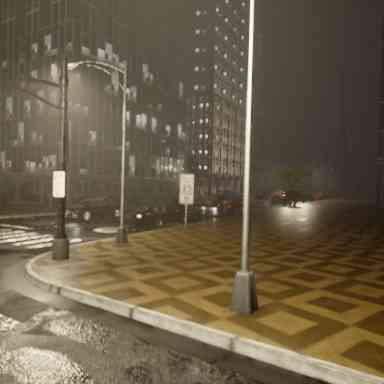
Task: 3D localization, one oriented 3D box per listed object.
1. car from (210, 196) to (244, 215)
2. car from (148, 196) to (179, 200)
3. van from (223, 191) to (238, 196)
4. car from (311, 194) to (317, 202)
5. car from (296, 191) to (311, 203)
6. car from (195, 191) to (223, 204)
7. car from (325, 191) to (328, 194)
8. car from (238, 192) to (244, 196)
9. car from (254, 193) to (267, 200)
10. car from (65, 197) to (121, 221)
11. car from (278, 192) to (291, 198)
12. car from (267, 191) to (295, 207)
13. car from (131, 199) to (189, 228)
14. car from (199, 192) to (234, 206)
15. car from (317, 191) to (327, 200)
[{"bbox_3d":[3.694,1.339,30.531,1.802,1.307,4.206,2,2,30],"label":"car"},{"bbox_3d":[-1.975,1.149,32.313,1.994,1.385,4.181,2,1,30],"label":"car"},{"bbox_3d":[4.877,0.723,49.254,1.690,1.788,3.998,2,2,30],"label":"van"},{"bbox_3d":[20.705,0.966,59.859,1.967,1.590,4.097,2,2,30],"label":"car"},{"bbox_3d":[17.954,1.088,55.120,1.752,1.417,4.829,2,2,30],"label":"car"},{"bbox_3d":[2.038,0.860,44.364,1.967,1.590,4.097,2,2,30],"label":"car"},{"bbox_3d":[29.213,0.725,74.521,2.192,1.841,5.009,2,2,30],"label":"car"},{"bbox_3d":[7.711,0.783,54.148,1.967,1.590,4.097,2,2,30],"label":"car"},{"bbox_3d":[13.382,0.810,63.935,1.887,1.381,4.507,2,2,30],"label":"car"},{"bbox_3d":[-6.958,1.158,23.707,1.837,1.490,4.892,2,1,30],"label":"car"},{"bbox_3d":[21.891,0.701,78.611,2.008,1.369,4.403,2,2,30],"label":"car"},{"bbox_3d":[12.202,1.082,45.194,1.967,1.590,4.097,2,2,30],"label":"car"},{"bbox_3d":[-1.975,1.400,20.754,1.947,1.339,4.313,2,2,30],"label":"car"},{"bbox_3d":[3.115,1.042,41.069,1.812,1.442,4.674,2,1,31],"label":"car"},{"bbox_3d":[26.371,1.030,69.639,1.802,1.307,4.206,2,2,30],"label":"car"}]
